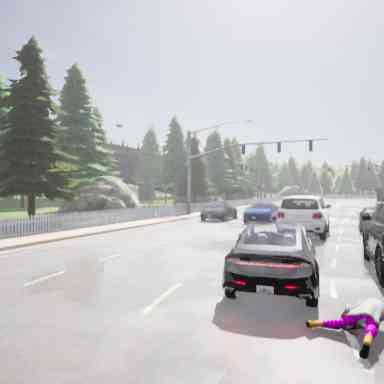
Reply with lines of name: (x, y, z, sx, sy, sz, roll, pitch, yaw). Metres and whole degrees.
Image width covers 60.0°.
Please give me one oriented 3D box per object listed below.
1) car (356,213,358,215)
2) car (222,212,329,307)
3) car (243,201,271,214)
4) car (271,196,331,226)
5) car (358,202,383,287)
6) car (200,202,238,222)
car: (10.457, 1.533, 18.812, 2.033, 1.411, 5.357, 0, 0, 25)
car: (2.042, 1.485, 8.088, 2.128, 1.511, 4.902, 0, 0, 19)
car: (5.176, 1.460, 24.299, 1.882, 1.535, 5.008, 0, 0, 26)
car: (5.819, 1.209, 17.133, 2.150, 2.045, 5.566, 0, 0, 25)
car: (5.986, 1.209, 8.909, 2.150, 2.045, 5.566, 0, -1, 22)
car: (2.227, 1.508, 26.238, 1.812, 1.442, 4.674, 0, 0, 25)
